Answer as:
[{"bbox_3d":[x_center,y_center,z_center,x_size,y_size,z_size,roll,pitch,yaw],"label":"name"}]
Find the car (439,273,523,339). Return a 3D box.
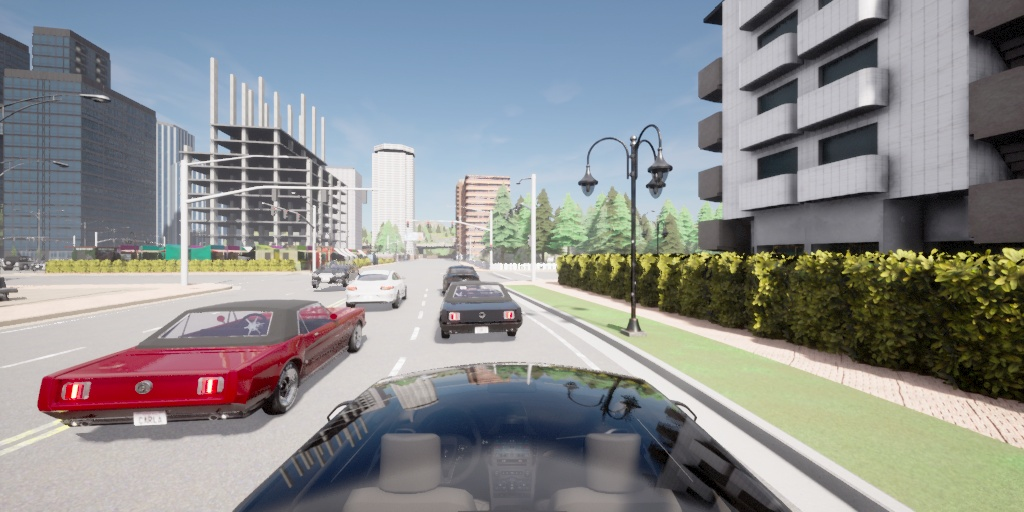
[{"bbox_3d":[-1.029,1.351,10.134,1.895,1.301,4.718,0,0,-9],"label":"car"}]

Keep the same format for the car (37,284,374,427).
[{"bbox_3d":[-3.905,1.351,5.826,1.895,1.301,4.718,0,0,-7],"label":"car"}]

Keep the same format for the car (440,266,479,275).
[{"bbox_3d":[-2.769,1.255,19.226,1.837,1.490,4.892,0,0,-11],"label":"car"}]

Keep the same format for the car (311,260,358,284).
[{"bbox_3d":[-10.476,0.993,21.572,2.128,1.511,4.902,0,0,-12],"label":"car"}]

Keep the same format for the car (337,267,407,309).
[{"bbox_3d":[-5.433,1.276,14.711,1.812,1.442,4.674,0,0,-11],"label":"car"}]
